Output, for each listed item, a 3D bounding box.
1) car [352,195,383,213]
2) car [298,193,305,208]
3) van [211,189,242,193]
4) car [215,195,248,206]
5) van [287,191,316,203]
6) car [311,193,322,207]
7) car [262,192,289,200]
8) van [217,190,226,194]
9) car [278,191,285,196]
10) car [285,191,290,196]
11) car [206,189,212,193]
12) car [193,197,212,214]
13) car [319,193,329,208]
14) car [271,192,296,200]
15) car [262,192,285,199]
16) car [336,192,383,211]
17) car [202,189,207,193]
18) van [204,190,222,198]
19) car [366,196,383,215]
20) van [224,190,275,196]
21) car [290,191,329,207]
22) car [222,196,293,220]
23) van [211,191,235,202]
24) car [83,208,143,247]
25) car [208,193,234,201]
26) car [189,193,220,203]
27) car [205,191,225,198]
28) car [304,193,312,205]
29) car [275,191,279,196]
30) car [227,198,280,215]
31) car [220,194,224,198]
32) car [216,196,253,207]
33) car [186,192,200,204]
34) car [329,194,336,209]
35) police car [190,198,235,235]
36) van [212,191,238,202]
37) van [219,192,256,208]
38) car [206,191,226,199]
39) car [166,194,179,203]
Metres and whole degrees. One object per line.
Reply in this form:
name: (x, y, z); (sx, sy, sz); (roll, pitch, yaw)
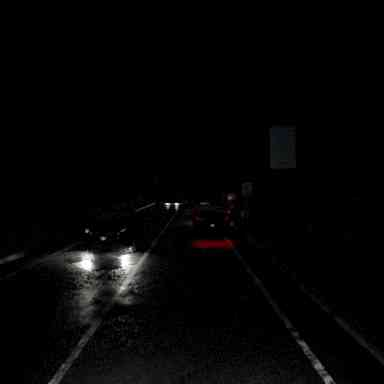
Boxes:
car: (18.816, 1.322, 32.412); (5.008, 1.535, 2.097); (0, 0, 0)
car: (18.819, 1.221, 49.073); (4.792, 1.488, 2.163); (0, 1, 0)
van: (5.821, 0.908, 54.015); (4.442, 1.987, 1.878); (0, 1, 0)
car: (5.709, 1.239, 48.408); (4.674, 1.452, 2.002); (0, 1, 0)
van: (18.897, 0.861, 57.397); (4.442, 1.987, 1.878); (0, 1, 0)
car: (18.982, 1.242, 43.518); (5.366, 1.575, 1.946); (0, 0, 0)
car: (18.574, 0.849, 74.052); (5.366, 1.575, 1.946); (0, 1, 0)
van: (5.605, 1.047, 39.994); (4.442, 1.987, 1.878); (0, 0, 0)
car: (18.963, 1.045, 60.174); (5.366, 1.575, 1.946); (0, 1, 0)
car: (18.812, 0.874, 54.621); (5.566, 2.045, 2.435); (0, 1, 0)
car: (5.673, 0.843, 56.815); (5.566, 2.045, 2.435); (0, 1, 0)
car: (0.980, 1.319, 34.288); (1.837, 1.490, 4.892); (0, 1, 0)
car: (18.795, 1.267, 40.740); (5.008, 1.535, 2.097); (0, 0, 0)
car: (18.797, 0.805, 68.500); (4.553, 1.767, 2.185); (0, 1, 0)
car: (18.762, 0.814, 76.828); (4.892, 1.521, 2.231); (0, 1, 0)
car: (18.779, 1.053, 35.187); (5.566, 2.045, 2.435); (0, 0, 0)
car: (5.652, 0.606, 73.634); (5.566, 2.045, 2.435); (0, 1, 0)
van: (5.546, 0.435, 87.649); (4.442, 1.987, 1.878); (0, 1, 0)
car: (18.820, 1.339, 29.637); (5.008, 1.535, 2.097); (0, 0, 0)
van: (5.846, 1.083, 34.384); (4.442, 1.987, 1.878); (0, 0, 0)
car: (18.758, 0.908, 51.844); (5.566, 2.045, 2.435); (0, 1, 0)
car: (5.550, 1.341, 28.778); (5.366, 1.575, 1.946); (0, 0, 0)
van: (5.811, 0.790, 62.423); (4.442, 1.987, 1.878); (0, 1, 0)
car: (-3.347, 1.472, 14.866); (1.812, 1.442, 4.674); (0, 0, 0)
car: (5.684, 0.977, 65.229); (4.892, 1.521, 2.231); (0, 1, 0)
car: (0.979, 1.211, 28.249); (2.097, 1.767, 4.553); (0, 0, 0)
car: (5.638, 0.614, 82.045); (4.553, 1.767, 2.185); (0, 1, 0)
car: (18.764, 1.253, 46.290); (4.792, 1.488, 2.163); (0, 1, 0)
car: (18.802, 0.757, 62.947); (5.566, 2.045, 2.435); (0, 1, 0)
car: (5.735, 1.367, 31.582); (4.674, 1.452, 2.002); (0, 0, 0)
car: (5.720, 1.292, 37.188); (5.008, 1.535, 2.097); (0, 0, 0)
car: (5.744, 1.258, 45.600); (4.792, 1.488, 2.163); (0, 0, 0)
car: (0.007, 1.182, 53.082); (2.033, 1.411, 5.357); (0, 1, 0)
car: (18.798, 1.288, 37.963); (4.892, 1.521, 2.231); (0, 0, 0)
police car: (0.978, 1.350, 18.377); (1.930, 1.638, 5.238); (0, 0, 0)
van: (5.814, 0.829, 59.620); (4.442, 1.987, 1.878); (0, 1, 0)
van: (5.835, 1.025, 42.795); (4.442, 1.987, 1.878); (0, 0, 0)
car: (5.642, 0.653, 79.242); (4.553, 1.767, 2.185); (0, 1, 0)
car: (-3.297, 1.096, 56.786); (1.837, 1.490, 4.892); (0, 1, 1)
